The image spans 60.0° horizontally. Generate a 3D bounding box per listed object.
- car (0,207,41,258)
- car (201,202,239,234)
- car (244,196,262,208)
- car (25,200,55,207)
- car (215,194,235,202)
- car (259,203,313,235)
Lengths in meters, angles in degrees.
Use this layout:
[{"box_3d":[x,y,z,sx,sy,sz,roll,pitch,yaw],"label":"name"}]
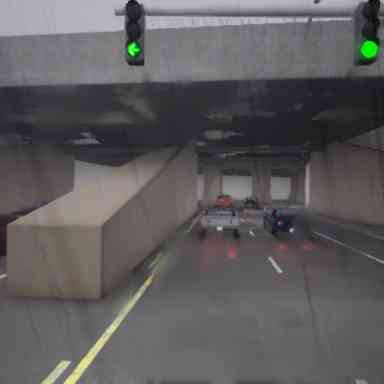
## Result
[{"box_3d":[-6.375,1.396,10.022,1.812,1.442,4.674,1,0,5],"label":"car"},{"box_3d":[1.560,1.492,18.604,1.895,1.301,4.718,1,0,5],"label":"car"},{"box_3d":[7.872,1.283,43.102,2.128,1.511,4.902,1,1,17],"label":"car"},{"box_3d":[-9.021,1.267,20.268,2.128,1.511,4.902,1,0,5],"label":"car"},{"box_3d":[4.358,1.104,43.503,2.097,1.767,4.553,1,0,16],"label":"car"},{"box_3d":[5.041,1.528,18.229,1.895,1.301,4.718,1,0,5],"label":"car"}]
